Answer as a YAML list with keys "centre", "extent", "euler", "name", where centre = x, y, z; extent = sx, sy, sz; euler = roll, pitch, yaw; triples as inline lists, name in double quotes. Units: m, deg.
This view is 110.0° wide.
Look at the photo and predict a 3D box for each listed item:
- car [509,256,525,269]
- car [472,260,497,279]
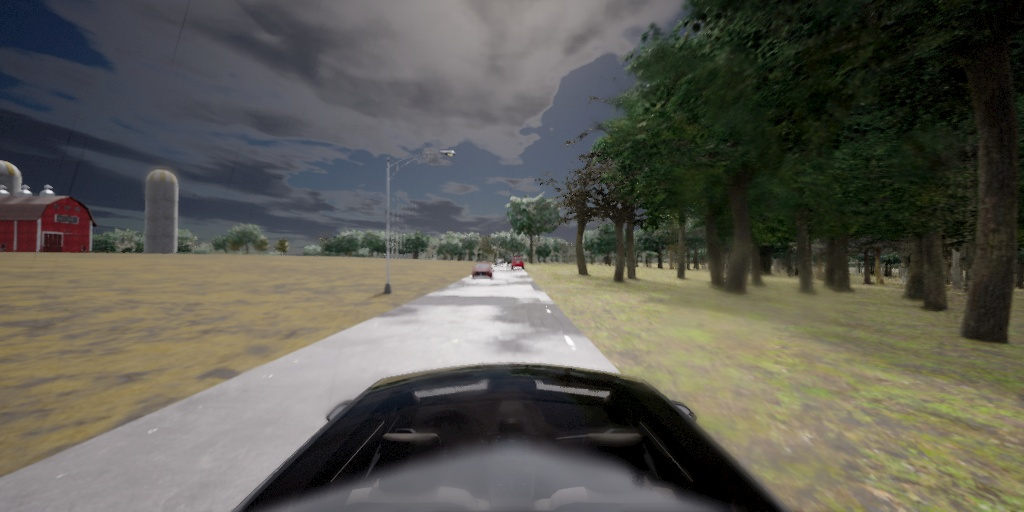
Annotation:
- centre: [0.960, 1.178, 60.063]
  extent: [2.150, 2.045, 5.566]
  euler: [0, 0, 0]
  name: "car"
- centre: [-2.838, 1.399, 35.403]
  extent: [1.882, 1.535, 5.008]
  euler: [0, 0, 0]
  name: "car"
